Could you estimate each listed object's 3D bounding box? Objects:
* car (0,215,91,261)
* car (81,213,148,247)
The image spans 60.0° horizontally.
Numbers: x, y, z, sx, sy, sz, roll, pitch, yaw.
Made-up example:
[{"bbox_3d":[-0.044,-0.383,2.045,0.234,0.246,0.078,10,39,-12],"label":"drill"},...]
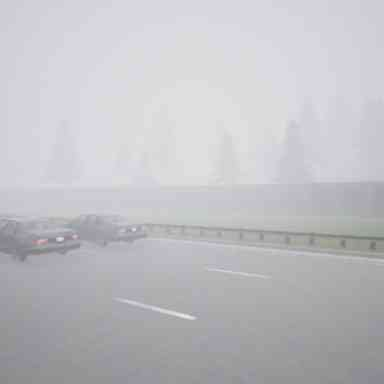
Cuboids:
[{"bbox_3d":[-6.532,1.684,12.845,5.357,1.411,2.033,-1,0,36],"label":"car"},{"bbox_3d":[-4.503,1.684,15.697,5.357,1.411,2.033,-1,0,36],"label":"car"}]
